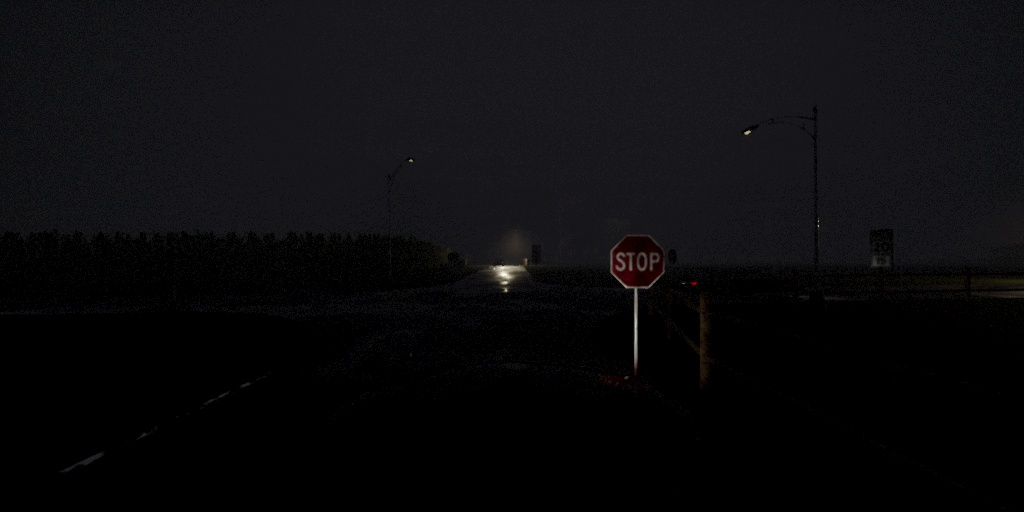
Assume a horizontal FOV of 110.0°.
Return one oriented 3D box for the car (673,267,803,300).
[{"bbox_3d":[10.447,1.221,16.761,5.357,1.411,2.033,0,0,-5],"label":"car"}]
